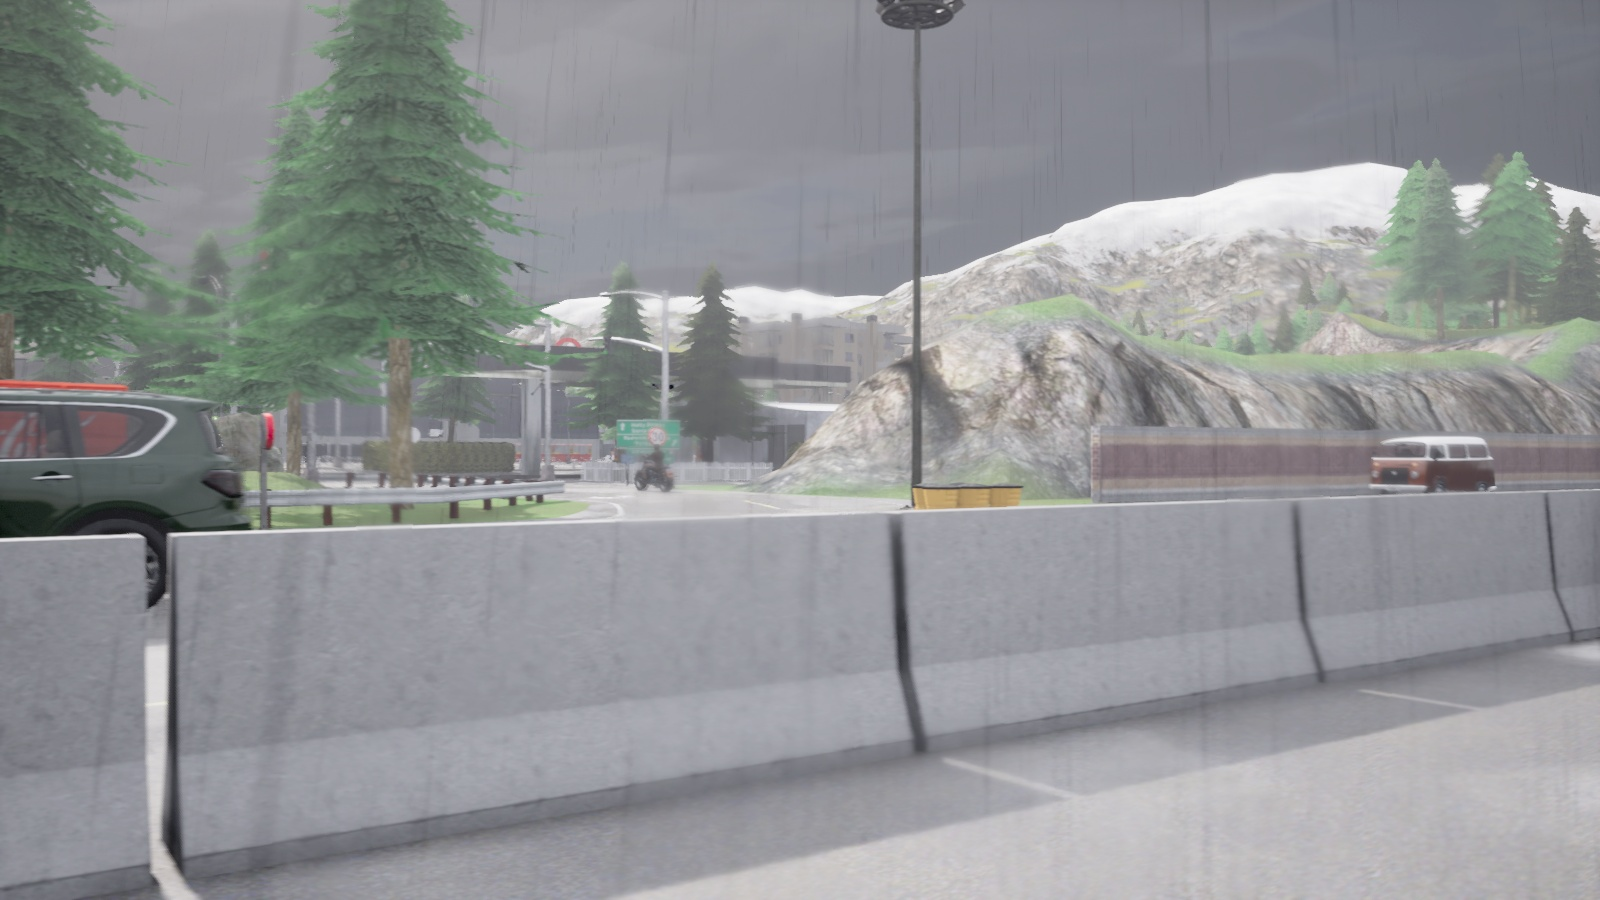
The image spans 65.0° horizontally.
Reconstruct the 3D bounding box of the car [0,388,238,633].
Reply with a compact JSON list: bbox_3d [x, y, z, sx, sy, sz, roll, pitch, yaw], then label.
[{"bbox_3d":[-8.071,0.507,10.836,5.566,2.045,2.150,0,0,-35],"label":"car"}]

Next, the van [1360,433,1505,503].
[{"bbox_3d":[19.403,0.522,38.484,4.480,2.038,2.069,0,0,-35],"label":"van"}]

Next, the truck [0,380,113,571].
[{"bbox_3d":[-12.154,0.328,16.534,5.204,2.467,2.627,0,0,-35],"label":"truck"}]

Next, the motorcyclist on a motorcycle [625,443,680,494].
[{"bbox_3d":[-4.904,0.612,41.550,0.766,1.649,2.350,0,0,-35],"label":"motorcyclist on a motorcycle"}]
